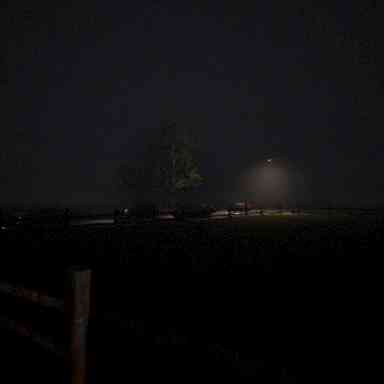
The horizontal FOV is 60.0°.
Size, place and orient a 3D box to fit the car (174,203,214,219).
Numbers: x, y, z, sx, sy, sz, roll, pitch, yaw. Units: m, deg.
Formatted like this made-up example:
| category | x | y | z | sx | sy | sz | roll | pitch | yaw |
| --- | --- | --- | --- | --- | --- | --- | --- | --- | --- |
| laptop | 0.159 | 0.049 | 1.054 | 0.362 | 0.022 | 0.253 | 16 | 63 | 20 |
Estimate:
| category | x | y | z | sx | sy | sz | roll | pitch | yaw |
| --- | --- | --- | --- | --- | --- | --- | --- | --- | --- |
| car | 0.027 | 2.007 | 34.058 | 1.994 | 1.385 | 4.181 | 0 | -1 | 38 |

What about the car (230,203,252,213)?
| category | x | y | z | sx | sy | sz | roll | pitch | yaw |
| --- | --- | --- | --- | --- | --- | --- | --- | --- | --- |
| car | 6.902 | 2.215 | 47.635 | 1.994 | 1.385 | 4.181 | 0 | -1 | 38 |

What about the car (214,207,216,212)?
| category | x | y | z | sx | sy | sz | roll | pitch | yaw |
| --- | --- | --- | --- | --- | --- | --- | --- | --- | --- |
| car | 0.775 | 2.057 | 39.819 | 2.033 | 1.411 | 5.357 | 0 | -1 | 38 |

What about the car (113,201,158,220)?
| category | x | y | z | sx | sy | sz | roll | pitch | yaw |
| --- | --- | --- | --- | --- | --- | --- | --- | --- | --- |
| car | -5.361 | 1.715 | 31.932 | 2.097 | 1.767 | 4.553 | 0 | -1 | 38 |

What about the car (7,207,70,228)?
| category | x | y | z | sx | sy | sz | roll | pitch | yaw |
| --- | --- | --- | --- | --- | --- | --- | --- | --- | --- |
| car | -11.166 | 1.787 | 24.474 | 1.994 | 1.385 | 4.181 | 0 | -1 | 38 |
